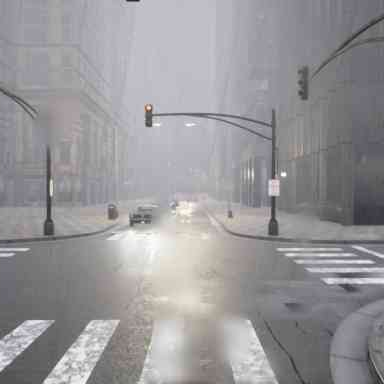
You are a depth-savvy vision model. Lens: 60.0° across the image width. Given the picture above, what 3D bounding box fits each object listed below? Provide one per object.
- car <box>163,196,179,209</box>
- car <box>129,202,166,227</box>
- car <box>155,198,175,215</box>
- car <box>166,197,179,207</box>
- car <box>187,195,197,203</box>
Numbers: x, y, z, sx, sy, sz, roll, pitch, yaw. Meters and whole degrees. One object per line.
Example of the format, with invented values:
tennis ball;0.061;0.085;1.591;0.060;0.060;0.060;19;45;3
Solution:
car;-3.115;1.354;43.146;2.097;1.767;4.553;0;0;0
car;-3.110;1.601;23.201;1.895;1.301;4.718;0;0;0
car;-3.108;1.564;33.144;1.994;1.385;4.181;0;0;0
car;-3.076;1.531;53.187;1.812;1.442;4.674;0;0;0
car;0.068;1.366;69.674;2.097;1.767;4.553;0;0;0
